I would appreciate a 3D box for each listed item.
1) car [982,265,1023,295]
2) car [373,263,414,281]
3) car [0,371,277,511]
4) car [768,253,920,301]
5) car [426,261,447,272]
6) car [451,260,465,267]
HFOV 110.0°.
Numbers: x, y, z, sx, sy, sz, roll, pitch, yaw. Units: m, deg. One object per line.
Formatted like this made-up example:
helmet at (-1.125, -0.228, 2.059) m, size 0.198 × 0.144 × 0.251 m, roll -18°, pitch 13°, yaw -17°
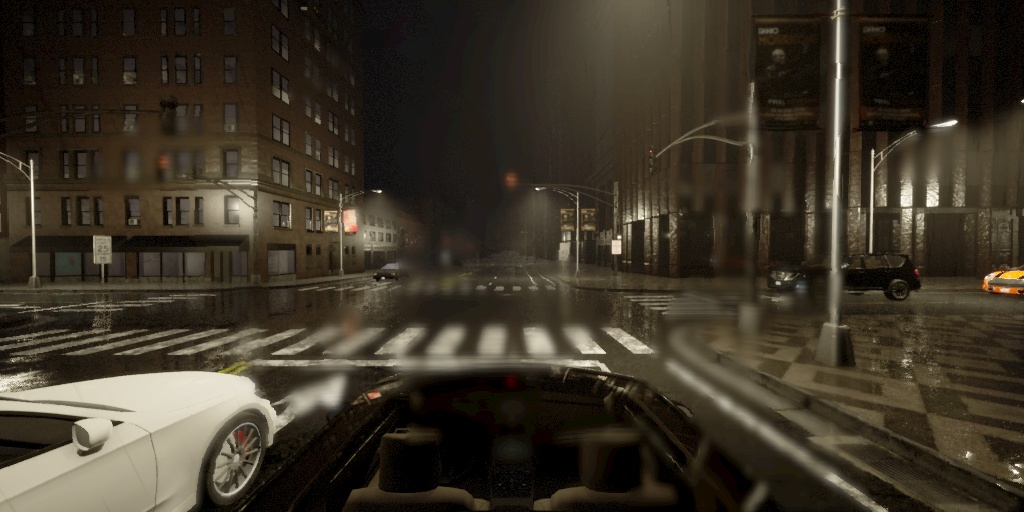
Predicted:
car at (24.541, 0.961, 16.231) m, size 4.553 × 1.767 × 2.097 m, roll 0°, pitch 1°, yaw 0°
car at (-9.741, 1.300, 29.999) m, size 2.033 × 1.411 × 5.357 m, roll 0°, pitch 0°, yaw 2°
car at (-3.159, 1.276, 1.403) m, size 1.812 × 1.442 × 4.674 m, roll 0°, pitch 0°, yaw 2°
car at (14.871, 0.868, 16.223) m, size 5.566 × 2.045 × 2.150 m, roll 0°, pitch 1°, yaw 1°
car at (-9.694, 1.318, 46.087) m, size 1.994 × 1.385 × 4.181 m, roll 0°, pitch 0°, yaw 0°
car at (-9.538, 1.351, 64.088) m, size 1.994 × 1.385 × 4.181 m, roll 0°, pitch 0°, yaw 0°
